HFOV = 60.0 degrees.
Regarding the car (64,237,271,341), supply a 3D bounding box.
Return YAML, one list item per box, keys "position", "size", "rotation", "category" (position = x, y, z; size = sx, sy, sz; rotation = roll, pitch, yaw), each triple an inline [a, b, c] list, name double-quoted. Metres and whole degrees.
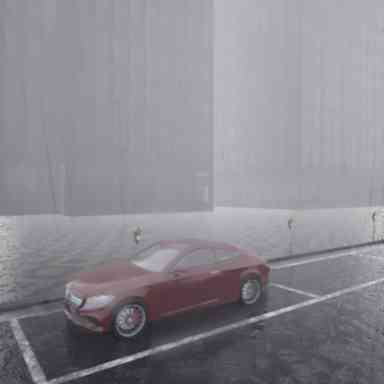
- position: [-0.251, 1.590, 6.469]
  size: [4.206, 1.307, 1.802]
  rotation: [0, 0, -35]
  category: "car"
